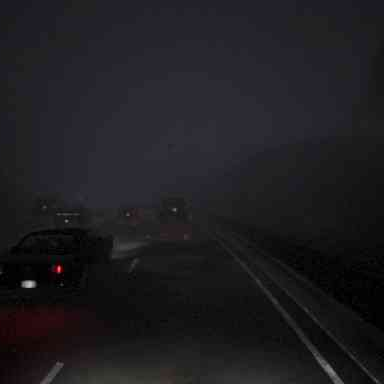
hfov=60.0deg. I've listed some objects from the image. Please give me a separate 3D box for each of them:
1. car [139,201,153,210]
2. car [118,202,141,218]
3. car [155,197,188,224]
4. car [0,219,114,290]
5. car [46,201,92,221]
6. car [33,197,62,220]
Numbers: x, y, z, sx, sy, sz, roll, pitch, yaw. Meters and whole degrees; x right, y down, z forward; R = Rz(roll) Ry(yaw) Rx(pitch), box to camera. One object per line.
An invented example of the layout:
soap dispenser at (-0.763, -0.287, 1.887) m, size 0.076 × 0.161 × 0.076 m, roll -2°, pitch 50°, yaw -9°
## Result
car at (-6.995, 1.951, 48.269) m, size 1.895 × 1.301 × 4.718 m, roll 0°, pitch 0°, yaw -19°
car at (-6.490, 1.844, 33.364) m, size 1.895 × 1.301 × 4.718 m, roll 0°, pitch 0°, yaw -12°
car at (-1.693, 1.417, 26.807) m, size 2.150 × 2.045 × 5.566 m, roll 0°, pitch 0°, yaw -9°
car at (-3.508, 1.669, 9.239) m, size 1.895 × 1.301 × 4.718 m, roll 0°, pitch 0°, yaw -2°
car at (-8.323, 1.664, 23.547) m, size 2.128 × 1.511 × 4.902 m, roll 0°, pitch 0°, yaw -8°
car at (-13.240, 1.448, 31.085) m, size 2.150 × 2.045 × 5.566 m, roll 0°, pitch -1°, yaw -13°
